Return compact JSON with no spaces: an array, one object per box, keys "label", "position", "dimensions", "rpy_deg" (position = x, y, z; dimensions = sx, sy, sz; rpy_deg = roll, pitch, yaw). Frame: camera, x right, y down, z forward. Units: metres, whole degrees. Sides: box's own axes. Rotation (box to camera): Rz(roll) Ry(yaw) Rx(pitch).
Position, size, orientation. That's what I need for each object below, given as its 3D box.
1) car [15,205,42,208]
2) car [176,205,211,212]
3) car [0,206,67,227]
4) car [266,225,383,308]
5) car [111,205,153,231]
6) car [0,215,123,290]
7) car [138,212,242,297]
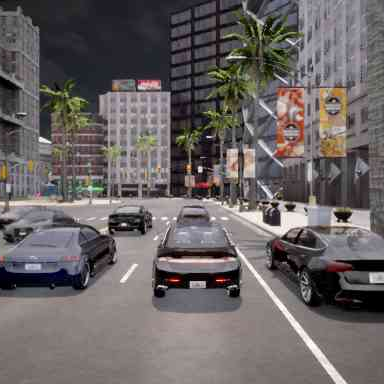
[{"label":"car","position":[-10.509,1.548,21.464],"dimensions":[2.033,1.411,5.357],"rpy_deg":[0,0,0]},{"label":"car","position":[0.101,1.505,18.799],"dimensions":[1.837,1.490,4.892],"rpy_deg":[0,0,0]},{"label":"car","position":[-7.059,1.565,15.904],"dimensions":[1.994,1.385,4.181],"rpy_deg":[0,0,0]},{"label":"car","position":[3.192,1.513,8.023],"dimensions":[2.161,1.482,4.786],"rpy_deg":[0,0,-1]},{"label":"car","position":[-3.400,1.478,19.070],"dimensions":[1.882,1.535,5.008],"rpy_deg":[0,0,0]},{"label":"car","position":[-3.397,1.564,9.101],"dimensions":[1.994,1.385,4.181],"rpy_deg":[0,0,0]},{"label":"car","position":[0.101,1.492,8.544],"dimensions":[2.128,1.511,4.902],"rpy_deg":[0,0,0]}]
